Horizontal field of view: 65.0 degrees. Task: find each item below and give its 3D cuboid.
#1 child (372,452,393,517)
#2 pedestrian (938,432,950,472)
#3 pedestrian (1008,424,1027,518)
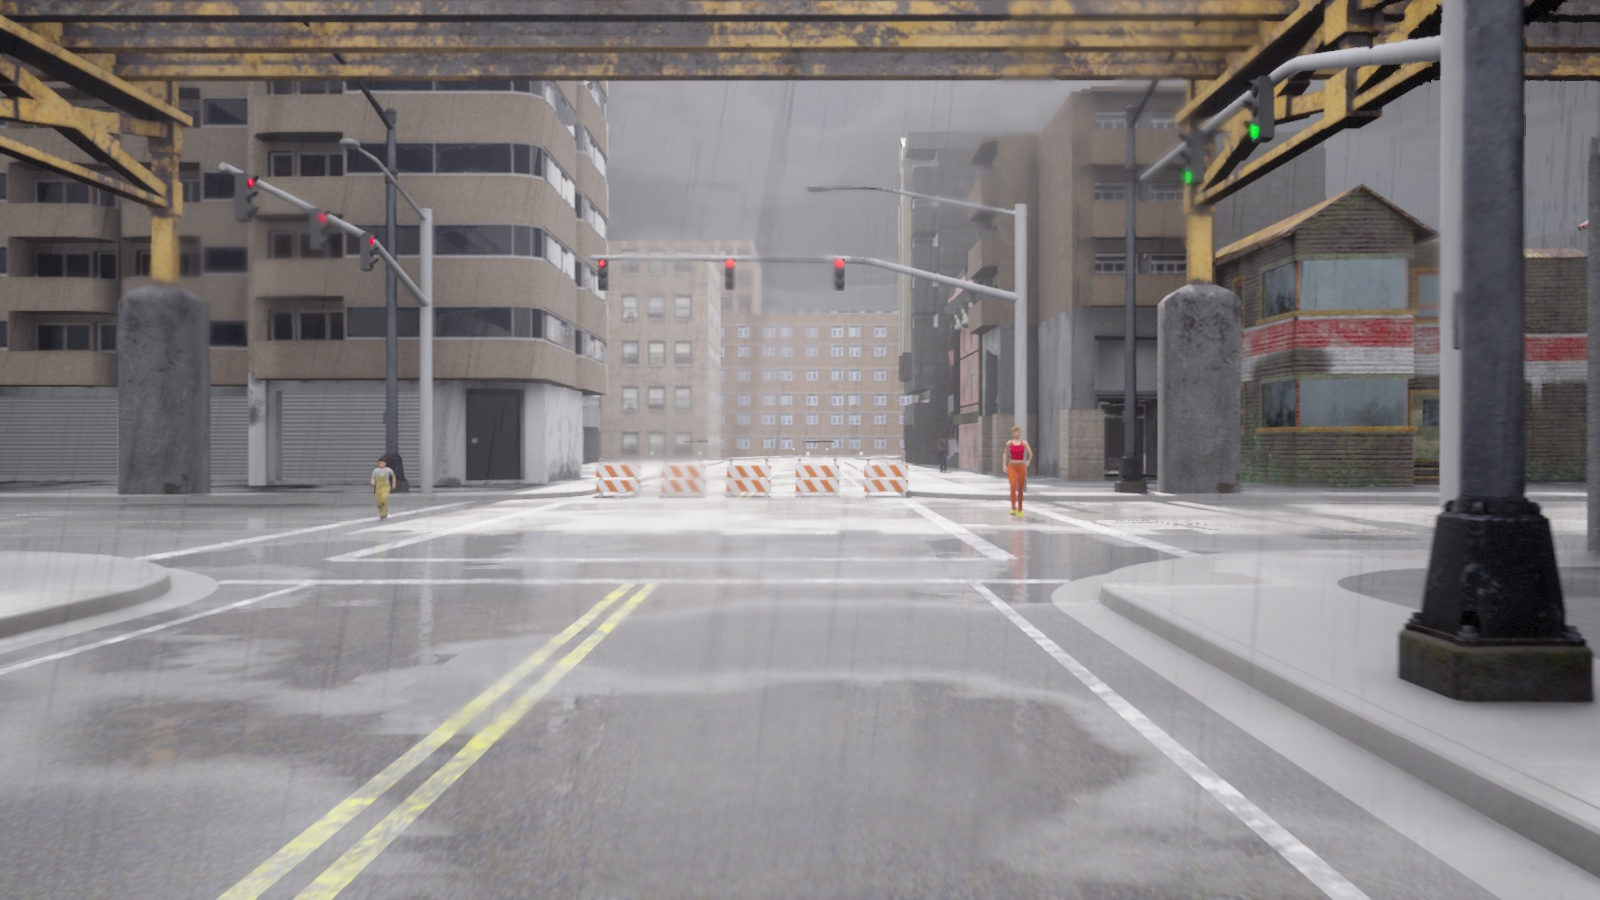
[{"bbox_3d":[-8.239,0.677,24.768,0.270,1.263,0.437,0,0,0],"label":"child"},{"bbox_3d":[6.547,0.095,57.019,0.328,1.805,0.869,0,0,-7],"label":"pedestrian"},{"bbox_3d":[4.308,0.408,24.867,0.345,1.836,0.594,0,0,11],"label":"pedestrian"}]
